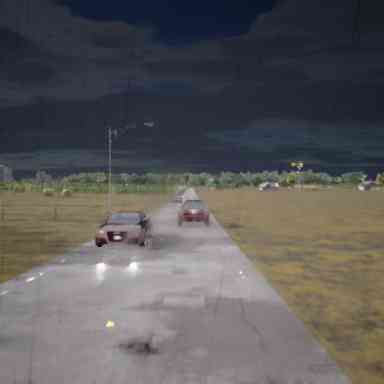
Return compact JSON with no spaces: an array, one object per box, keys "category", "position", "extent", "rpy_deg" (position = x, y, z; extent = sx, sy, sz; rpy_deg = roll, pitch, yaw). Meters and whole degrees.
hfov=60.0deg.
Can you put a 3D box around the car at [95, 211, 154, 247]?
[{"category":"car","position":[-2.847,1.540,14.689],"extent":[1.994,1.385,4.181],"rpy_deg":[0,0,0]}]

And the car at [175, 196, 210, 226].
[{"category":"car","position":[0.107,1.312,23.114],"extent":[2.097,1.767,4.553],"rpy_deg":[0,0,0]}]

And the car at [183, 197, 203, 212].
[{"category":"car","position":[0.108,1.432,39.439],"extent":[2.128,1.511,4.902],"rpy_deg":[0,0,0]}]

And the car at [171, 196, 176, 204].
[{"category":"car","position":[-2.735,1.442,61.470],"extent":[1.994,1.385,4.181],"rpy_deg":[0,0,0]}]
